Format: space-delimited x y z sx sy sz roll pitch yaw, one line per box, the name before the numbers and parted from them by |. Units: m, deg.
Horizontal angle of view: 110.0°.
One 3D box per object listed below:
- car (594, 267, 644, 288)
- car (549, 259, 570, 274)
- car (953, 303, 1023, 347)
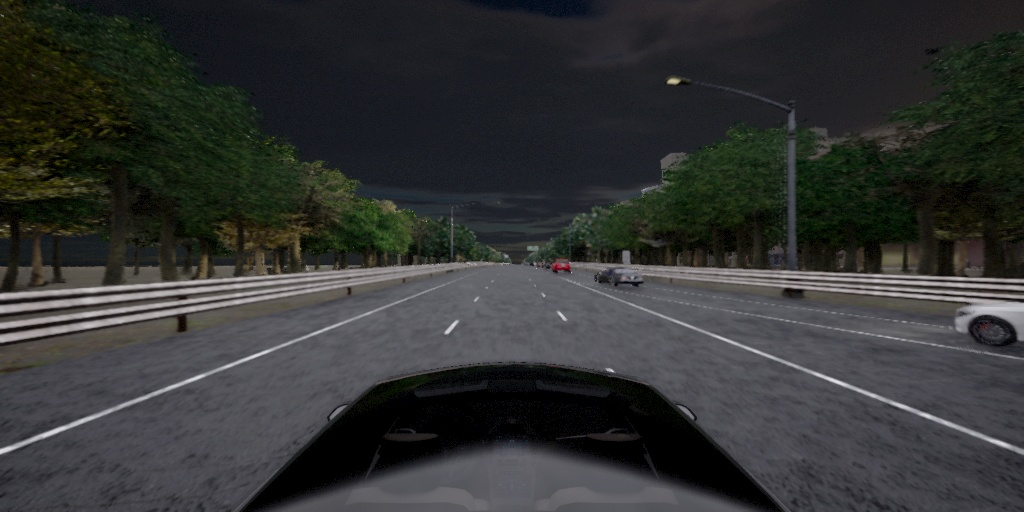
car | 7.830 1.534 26.651 2.033 1.411 5.357 0 0 -7
car | 6.991 1.421 51.417 2.150 2.045 5.566 0 -1 0
car | 12.270 1.353 7.003 1.812 1.442 4.674 0 -1 -18
